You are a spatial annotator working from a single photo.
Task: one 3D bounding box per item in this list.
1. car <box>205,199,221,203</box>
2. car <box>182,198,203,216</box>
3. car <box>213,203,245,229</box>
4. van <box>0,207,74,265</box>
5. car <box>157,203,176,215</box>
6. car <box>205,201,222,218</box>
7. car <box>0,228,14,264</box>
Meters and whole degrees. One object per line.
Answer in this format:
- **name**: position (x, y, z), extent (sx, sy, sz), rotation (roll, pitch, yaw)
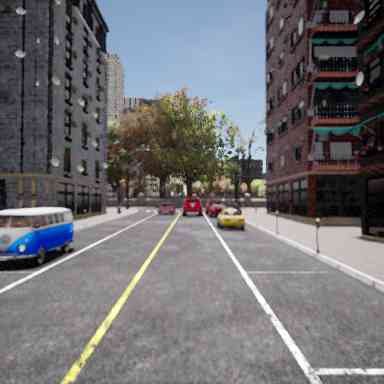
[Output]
- **car**: position (2.694, 1.770, 40.557), extent (2.192, 1.841, 5.009), rotation (1, -1, 0)
- **car**: position (0.076, 1.653, 38.531), extent (2.150, 2.045, 5.566), rotation (0, -1, 0)
- **car**: position (2.696, 1.791, 23.636), extent (1.752, 1.417, 4.829), rotation (1, -1, 0)
- **van**: position (-5.645, 1.476, 12.012), extent (1.690, 1.788, 3.998), rotation (1, -1, 0)
- **car**: position (-3.013, 2.019, 40.186), extent (1.812, 1.442, 4.674), rotation (0, -1, 0)
- **car**: position (2.692, 1.936, 34.859), extent (1.887, 1.381, 4.507), rotation (1, -1, 0)
- **car**: position (-5.647, 1.622, 6.314), extent (2.008, 1.369, 4.403), rotation (1, -1, 0)
